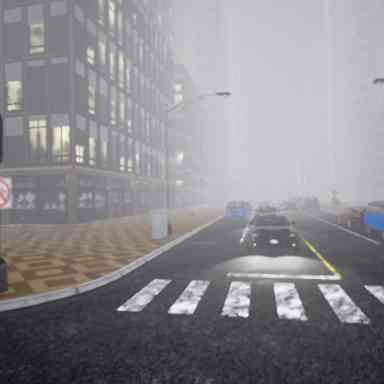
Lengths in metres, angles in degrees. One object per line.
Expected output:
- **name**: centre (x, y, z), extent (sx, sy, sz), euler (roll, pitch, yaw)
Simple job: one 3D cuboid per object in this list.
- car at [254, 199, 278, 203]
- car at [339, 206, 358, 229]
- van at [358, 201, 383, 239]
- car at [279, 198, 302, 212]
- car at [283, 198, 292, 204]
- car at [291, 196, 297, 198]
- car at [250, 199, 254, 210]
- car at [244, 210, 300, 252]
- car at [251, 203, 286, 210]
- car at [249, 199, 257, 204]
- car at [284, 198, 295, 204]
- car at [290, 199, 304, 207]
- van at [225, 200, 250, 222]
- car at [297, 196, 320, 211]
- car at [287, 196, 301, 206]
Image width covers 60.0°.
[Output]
- **car**: centre (9.288, 1.854, 41.980), extent (2.128, 1.511, 4.902), euler (-1, -1, 12)
- **car**: centre (11.026, 1.608, 22.102), extent (1.887, 1.381, 4.507), euler (-1, -1, 12)
- **van**: centre (9.976, 1.355, 16.666), extent (1.690, 1.788, 3.998), euler (-1, -1, 12)
- **car**: centre (12.775, 1.854, 43.579), extent (2.033, 1.411, 5.357), euler (-1, -1, 12)
- **car**: centre (23.534, 2.098, 81.906), extent (1.752, 1.417, 4.829), euler (-1, -1, 12)
- **car**: centre (17.815, 1.657, 54.635), extent (2.192, 1.841, 5.009), euler (-1, -1, 12)
- **car**: centre (7.347, 2.014, 45.505), extent (1.947, 1.339, 4.313), euler (-1, -1, 12)
- **car**: centre (3.479, 1.688, 14.441), extent (1.994, 1.385, 4.181), euler (-1, -1, 12)
- **car**: centre (5.700, 1.780, 25.047), extent (1.994, 1.385, 4.181), euler (-1, -1, 12)
- **car**: centre (15.300, 2.352, 83.455), extent (1.802, 1.307, 4.206), euler (-1, -1, 12)
- **car**: centre (22.363, 2.077, 76.318), extent (2.008, 1.369, 4.403), euler (-1, -1, 12)
- **car**: centre (18.956, 1.954, 60.053), extent (1.947, 1.339, 4.313), euler (-1, -1, 12)
- **van**: centre (3.935, 1.650, 29.244), extent (1.690, 1.788, 3.998), euler (-1, -1, 12)
- **car**: centre (15.543, 1.565, 43.792), extent (2.192, 1.841, 5.009), euler (-1, -1, 12)
- **car**: centre (20.087, 1.749, 65.478), extent (2.192, 1.841, 5.009), euler (-1, -1, 12)
